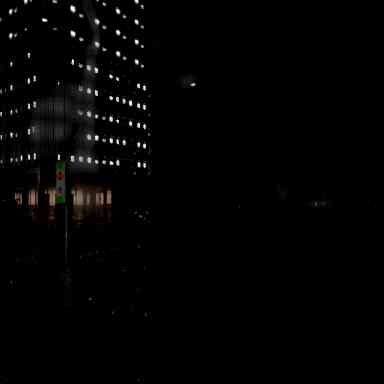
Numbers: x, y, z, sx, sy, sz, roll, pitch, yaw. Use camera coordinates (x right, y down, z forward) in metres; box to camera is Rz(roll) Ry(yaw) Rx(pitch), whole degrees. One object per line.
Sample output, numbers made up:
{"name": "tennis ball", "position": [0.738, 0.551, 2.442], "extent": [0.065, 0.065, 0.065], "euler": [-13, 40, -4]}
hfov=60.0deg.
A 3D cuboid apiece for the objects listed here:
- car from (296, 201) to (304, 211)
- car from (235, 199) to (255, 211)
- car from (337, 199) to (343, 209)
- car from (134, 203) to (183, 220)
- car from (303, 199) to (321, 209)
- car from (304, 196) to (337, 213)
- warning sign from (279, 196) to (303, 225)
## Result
{"name": "car", "position": [14.128, 1.900, 44.679], "extent": [1.895, 1.301, 4.718], "euler": [0, -1, 33]}
{"name": "car", "position": [7.794, 1.813, 47.051], "extent": [2.128, 1.511, 4.902], "euler": [0, -1, 34]}
{"name": "car", "position": [21.921, 1.817, 51.058], "extent": [1.882, 1.535, 5.008], "euler": [0, 0, 31]}
{"name": "car", "position": [-2.979, 1.747, 31.132], "extent": [2.033, 1.411, 5.357], "euler": [0, -1, 34]}
{"name": "car", "position": [19.142, 1.879, 52.744], "extent": [1.812, 1.442, 4.674], "euler": [0, 0, 31]}
{"name": "car", "position": [16.412, 1.502, 42.238], "extent": [2.150, 2.045, 5.566], "euler": [0, -1, 34]}
{"name": "warning sign", "position": [6.825, 1.251, 22.955], "extent": [1.300, 1.860, 1.060], "euler": [0, 0, 34]}
